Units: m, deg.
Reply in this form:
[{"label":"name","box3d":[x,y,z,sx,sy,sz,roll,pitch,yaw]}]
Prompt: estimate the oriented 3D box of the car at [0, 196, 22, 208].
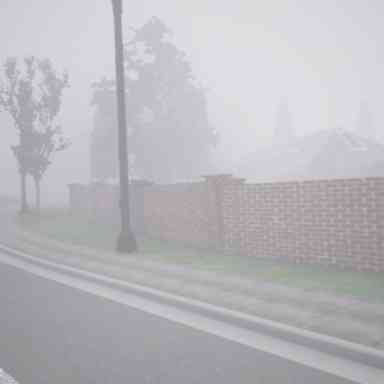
[{"label":"car","box3d":[-23.406,1.181,41.849,1.882,1.535,5.008,-3,1,1]}]
